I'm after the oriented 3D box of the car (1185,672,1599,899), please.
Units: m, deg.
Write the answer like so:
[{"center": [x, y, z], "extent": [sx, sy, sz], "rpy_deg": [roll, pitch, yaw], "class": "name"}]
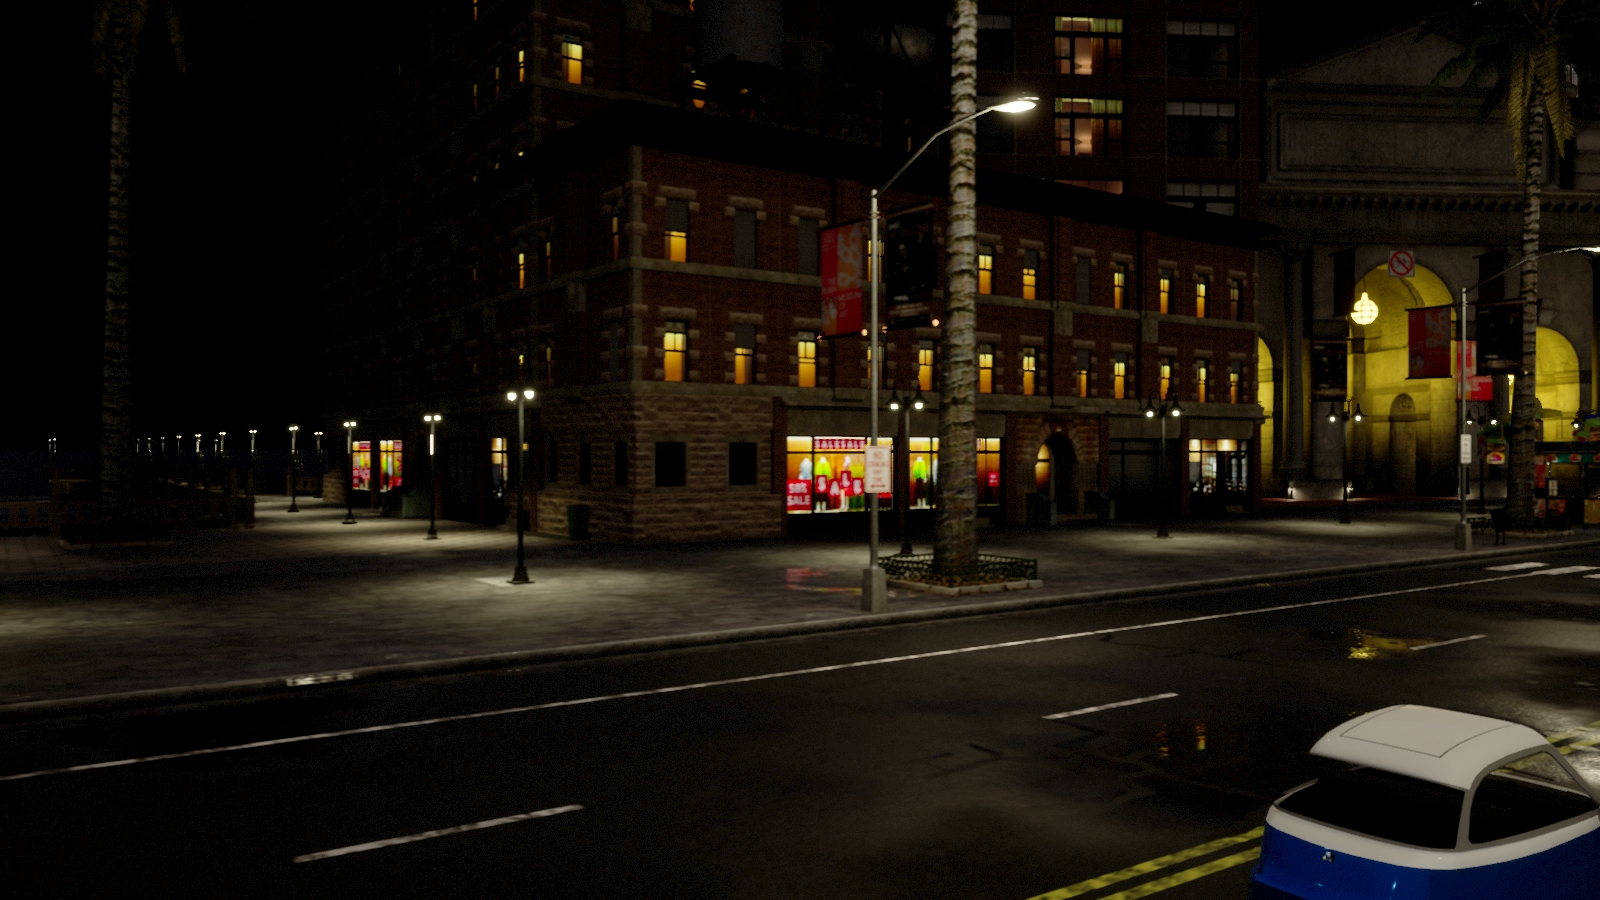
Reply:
[{"center": [3.372, 2.117, 6.075], "extent": [2.207, 1.376, 1.481], "rpy_deg": [0, 0, -35], "class": "car"}]
